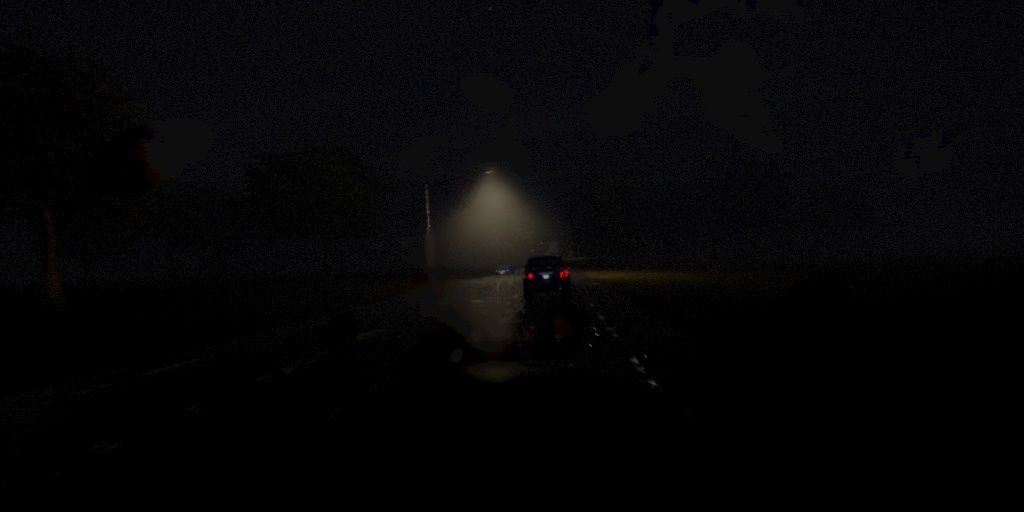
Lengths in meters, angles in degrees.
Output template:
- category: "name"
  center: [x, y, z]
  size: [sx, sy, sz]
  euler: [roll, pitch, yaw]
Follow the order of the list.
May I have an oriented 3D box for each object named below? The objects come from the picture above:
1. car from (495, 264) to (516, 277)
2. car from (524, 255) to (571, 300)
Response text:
- category: "car"
  center: [-0.714, 1.747, 44.854]
  size: [1.812, 1.442, 4.674]
  euler: [-4, -1, 14]
- category: "car"
  center: [1.817, 0.995, 18.348]
  size: [2.150, 2.045, 5.566]
  euler: [-4, -1, 7]
